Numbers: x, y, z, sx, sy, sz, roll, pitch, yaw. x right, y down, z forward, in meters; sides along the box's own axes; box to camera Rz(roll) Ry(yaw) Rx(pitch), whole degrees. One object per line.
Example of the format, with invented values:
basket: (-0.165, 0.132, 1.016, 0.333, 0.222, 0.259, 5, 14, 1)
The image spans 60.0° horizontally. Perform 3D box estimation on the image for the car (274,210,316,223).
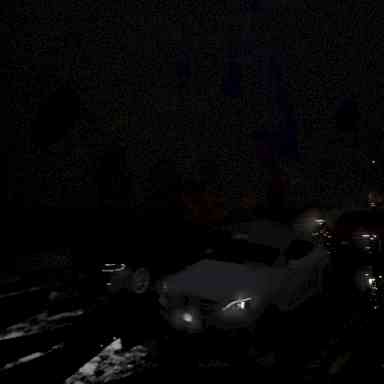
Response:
car: (5.278, 1.632, 16.763, 1.994, 1.385, 4.181, 0, 0, 38)

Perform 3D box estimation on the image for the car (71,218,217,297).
car: (-0.823, 1.530, 9.112, 1.882, 1.535, 5.008, 0, 0, 39)

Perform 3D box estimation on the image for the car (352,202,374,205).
car: (14.421, 1.582, 28.189, 2.128, 1.511, 4.902, 0, 0, 39)

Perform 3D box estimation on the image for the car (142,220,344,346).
car: (1.391, 1.557, 6.675, 1.812, 1.442, 4.674, 0, 0, 39)

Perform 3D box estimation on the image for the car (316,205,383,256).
car: (6.992, 1.524, 13.697, 1.882, 1.535, 5.008, 0, 0, 39)
